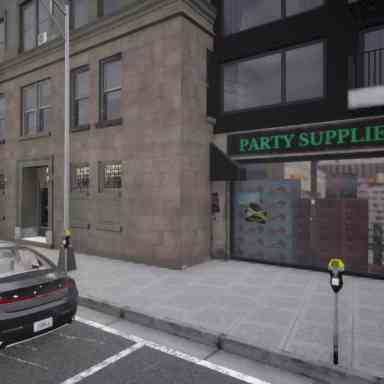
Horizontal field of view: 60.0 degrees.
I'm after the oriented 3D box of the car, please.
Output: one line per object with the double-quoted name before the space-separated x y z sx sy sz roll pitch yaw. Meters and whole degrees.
"car" -3.788 1.551 5.746 4.403 1.369 2.008 0 0 35
